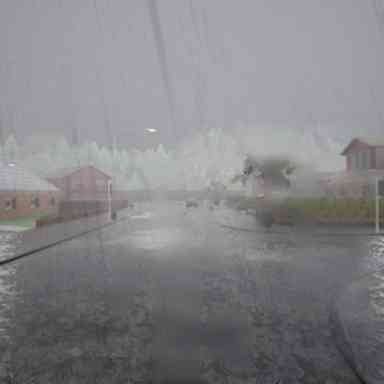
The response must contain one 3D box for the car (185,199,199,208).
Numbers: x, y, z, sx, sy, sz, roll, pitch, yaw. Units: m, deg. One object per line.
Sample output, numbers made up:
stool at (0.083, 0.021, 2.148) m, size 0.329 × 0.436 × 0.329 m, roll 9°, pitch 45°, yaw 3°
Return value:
car at (-0.005, 1.874, 55.469) m, size 1.837 × 1.490 × 4.892 m, roll 0°, pitch 0°, yaw 0°
